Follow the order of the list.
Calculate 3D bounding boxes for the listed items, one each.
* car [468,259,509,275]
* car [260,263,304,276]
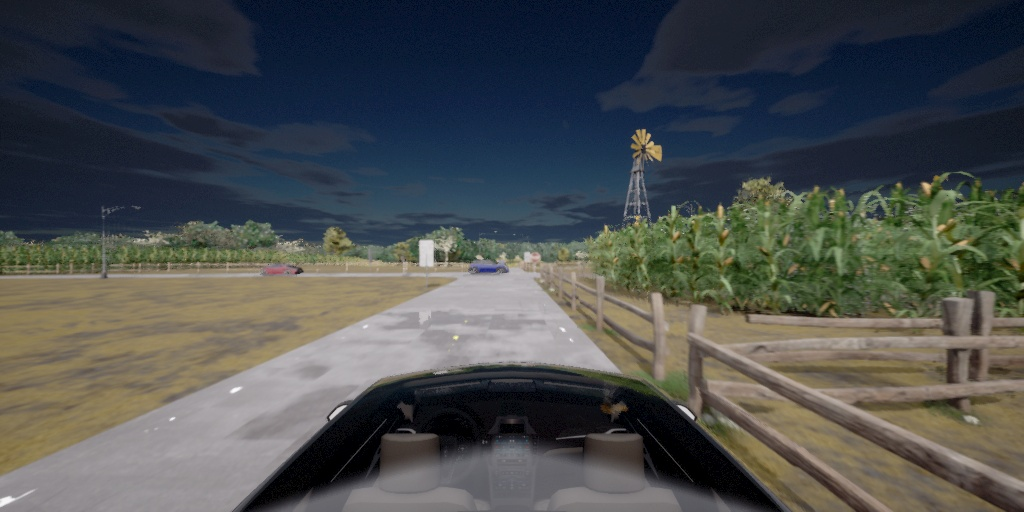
[{"bbox_3d":[-2.559,1.220,40.125,4.553,1.767,2.097,0,-1,0],"label":"car"},{"bbox_3d":[-25.668,1.513,40.104,4.181,1.385,1.994,0,0,1],"label":"car"}]
